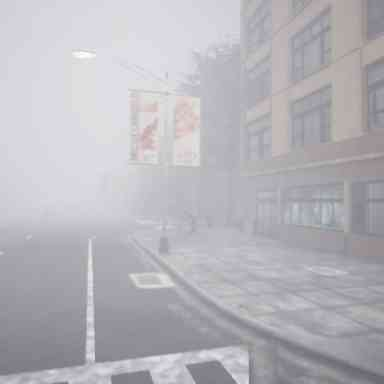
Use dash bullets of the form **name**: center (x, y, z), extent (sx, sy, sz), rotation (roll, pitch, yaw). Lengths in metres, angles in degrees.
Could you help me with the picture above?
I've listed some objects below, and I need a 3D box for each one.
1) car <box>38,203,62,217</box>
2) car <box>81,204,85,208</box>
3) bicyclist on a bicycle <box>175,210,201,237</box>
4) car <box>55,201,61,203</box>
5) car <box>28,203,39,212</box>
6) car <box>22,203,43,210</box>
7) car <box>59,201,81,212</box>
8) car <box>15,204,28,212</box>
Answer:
- **car**: center (-19.466, 2.594, 45.702), extent (1.812, 1.442, 4.674), rotation (1, -2, -17)
- **car**: center (-27.033, 3.358, 75.790), extent (2.128, 1.511, 4.902), rotation (1, -2, 7)
- **bicyclist on a bicycle**: center (-0.219, 1.878, 19.907), extent (1.656, 1.620, 0.582), rotation (1, -2, -17)
- **car**: center (-30.404, 3.044, 76.835), extent (2.150, 2.045, 5.566), rotation (1, -2, 7)
- **car**: center (-27.036, 2.917, 59.653), extent (2.033, 1.411, 5.357), rotation (1, -2, -9)
- **car**: center (-34.124, 3.130, 71.202), extent (2.002, 1.452, 4.674), rotation (1, -2, 2)
- **car**: center (-23.816, 3.040, 64.917), extent (1.882, 1.535, 5.008), rotation (1, -2, -5)
- **car**: center (-30.739, 2.882, 60.857), extent (1.812, 1.442, 4.674), rotation (1, -1, -8)
